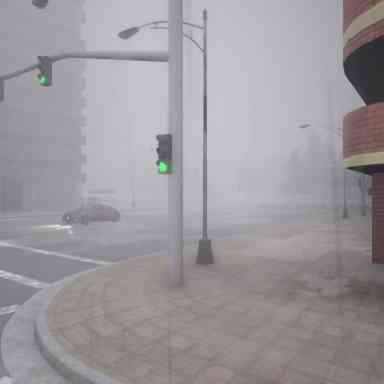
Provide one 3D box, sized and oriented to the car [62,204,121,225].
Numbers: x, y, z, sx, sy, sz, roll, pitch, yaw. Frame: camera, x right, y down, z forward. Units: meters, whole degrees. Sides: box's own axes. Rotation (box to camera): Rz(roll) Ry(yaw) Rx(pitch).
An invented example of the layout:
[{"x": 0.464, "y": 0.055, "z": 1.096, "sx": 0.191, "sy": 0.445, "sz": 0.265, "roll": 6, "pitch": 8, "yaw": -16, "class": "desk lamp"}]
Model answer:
[{"x": -7.214, "y": 1.564, "z": 24.121, "sx": 1.994, "sy": 1.385, "sz": 4.181, "roll": 0, "pitch": 0, "yaw": 36, "class": "car"}]
